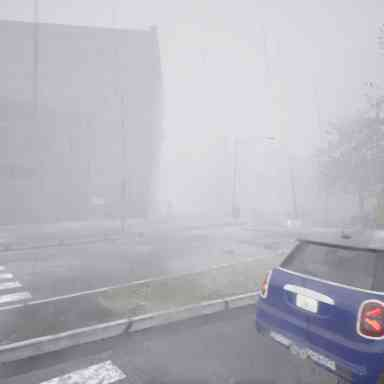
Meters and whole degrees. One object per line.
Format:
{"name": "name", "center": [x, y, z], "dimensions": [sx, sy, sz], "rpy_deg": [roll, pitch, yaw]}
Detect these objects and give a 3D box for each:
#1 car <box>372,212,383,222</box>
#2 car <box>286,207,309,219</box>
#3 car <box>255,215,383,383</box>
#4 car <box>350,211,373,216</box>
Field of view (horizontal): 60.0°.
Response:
{"name": "car", "center": [32.359, 4.172, 53.840], "dimensions": [5.357, 1.411, 2.033], "rpy_deg": [3, -2, 5]}
{"name": "car", "center": [12.854, 2.634, 40.318], "dimensions": [2.128, 1.511, 4.902], "rpy_deg": [1, -3, 30]}
{"name": "car", "center": [3.220, 1.369, 5.072], "dimensions": [4.553, 1.767, 2.097], "rpy_deg": [0, 0, -30]}
{"name": "car", "center": [13.022, 1.982, 22.116], "dimensions": [1.882, 1.535, 5.008], "rpy_deg": [4, -1, -28]}
